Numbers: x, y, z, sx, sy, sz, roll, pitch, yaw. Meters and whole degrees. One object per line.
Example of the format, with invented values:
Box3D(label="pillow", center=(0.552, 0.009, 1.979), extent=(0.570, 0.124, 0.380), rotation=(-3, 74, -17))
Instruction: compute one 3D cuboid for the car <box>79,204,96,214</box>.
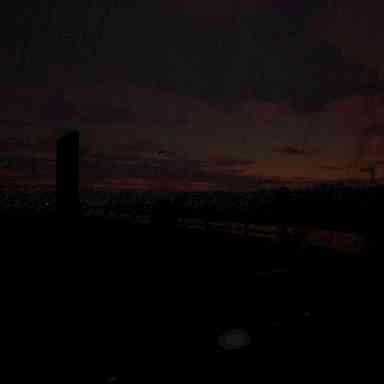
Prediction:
Box3D(label="car", center=(-16.467, 2.570, 51.773), extent=(2.128, 1.511, 4.902), rotation=(0, -1, -34))

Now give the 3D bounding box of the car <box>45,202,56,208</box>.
Box3D(label="car", center=(-34.224, 3.339, 82.530), extent=(2.033, 1.411, 5.357), rotation=(0, -1, -34))
